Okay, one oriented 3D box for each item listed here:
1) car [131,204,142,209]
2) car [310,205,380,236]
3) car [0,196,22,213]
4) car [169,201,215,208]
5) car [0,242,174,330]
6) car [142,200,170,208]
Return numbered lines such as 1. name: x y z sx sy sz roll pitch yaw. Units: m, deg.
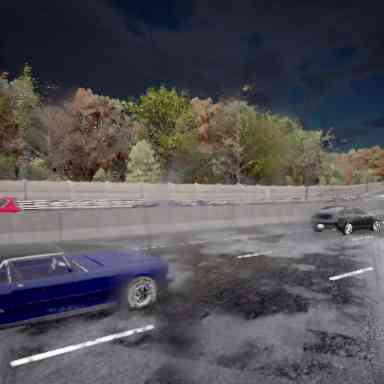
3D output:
1. car: -3.856 1.559 35.633 5.357 1.411 2.033 0 0 -35
2. car: 8.575 1.514 18.463 4.892 1.490 1.837 0 0 -36
3. car: -11.773 1.221 17.091 5.566 2.045 2.150 0 0 -36
4. car: 0.472 1.575 30.120 4.181 1.385 1.994 0 0 -35
5. car: -2.708 1.602 6.113 4.718 1.301 1.895 0 0 -36
6. car: -2.310 1.574 32.435 4.181 1.385 1.994 0 0 -35
